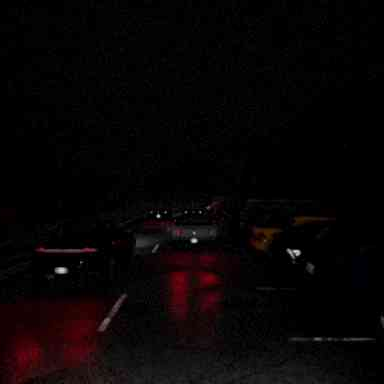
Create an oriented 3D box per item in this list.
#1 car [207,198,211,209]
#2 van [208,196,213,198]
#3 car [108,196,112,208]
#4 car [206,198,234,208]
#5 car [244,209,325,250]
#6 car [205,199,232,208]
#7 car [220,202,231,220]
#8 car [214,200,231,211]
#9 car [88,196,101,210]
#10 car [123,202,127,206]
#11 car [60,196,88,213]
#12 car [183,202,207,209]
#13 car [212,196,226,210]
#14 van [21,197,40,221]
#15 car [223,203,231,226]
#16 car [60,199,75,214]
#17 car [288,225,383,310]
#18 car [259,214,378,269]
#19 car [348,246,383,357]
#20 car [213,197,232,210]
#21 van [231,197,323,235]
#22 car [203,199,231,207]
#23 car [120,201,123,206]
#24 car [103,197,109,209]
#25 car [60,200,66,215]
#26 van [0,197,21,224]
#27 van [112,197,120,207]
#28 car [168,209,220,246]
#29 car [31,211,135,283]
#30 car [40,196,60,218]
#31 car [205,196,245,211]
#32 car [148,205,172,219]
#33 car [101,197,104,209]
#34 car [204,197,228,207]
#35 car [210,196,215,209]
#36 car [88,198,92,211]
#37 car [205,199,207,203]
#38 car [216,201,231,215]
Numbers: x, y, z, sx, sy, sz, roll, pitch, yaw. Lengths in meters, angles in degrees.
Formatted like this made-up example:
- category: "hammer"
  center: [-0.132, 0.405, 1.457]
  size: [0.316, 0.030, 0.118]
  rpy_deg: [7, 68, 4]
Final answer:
- category: "car"
  center: [4.646, 1.794, 39.664]
  size: [5.008, 1.535, 2.097]
  rpy_deg: [0, -1, 0]
- category: "van"
  center: [4.523, 1.598, 42.423]
  size: [4.442, 1.987, 1.878]
  rpy_deg: [0, -1, 0]
- category: "car"
  center: [-15.553, 1.818, 52.550]
  size: [4.553, 1.767, 2.185]
  rpy_deg: [0, -1, 0]
- category: "car"
  center: [4.609, 1.846, 56.212]
  size: [4.553, 1.767, 2.185]
  rpy_deg: [0, 0, 0]
- category: "car"
  center: [4.825, 1.549, 12.093]
  size: [5.366, 1.575, 1.946]
  rpy_deg: [0, 0, 0]
- category: "car"
  center: [4.638, 2.036, 58.968]
  size: [4.674, 1.452, 2.002]
  rpy_deg: [0, 0, 0]
- category: "car"
  center: [4.634, 1.637, 23.122]
  size: [4.892, 1.521, 2.231]
  rpy_deg: [0, 0, 0]
- category: "car"
  center: [4.634, 1.686, 28.636]
  size: [4.892, 1.521, 2.231]
  rpy_deg: [0, -1, 0]
- category: "car"
  center: [-15.558, 1.595, 44.216]
  size: [5.566, 2.045, 2.435]
  rpy_deg: [0, -1, 0]
- category: "car"
  center: [-15.482, 2.086, 66.328]
  size: [4.792, 1.488, 2.163]
  rpy_deg: [0, 0, 0]
- category: "car"
  center: [-15.505, 1.531, 38.532]
  size: [5.566, 2.045, 2.435]
  rpy_deg: [0, -1, 0]
- category: "car"
  center: [0.098, 1.829, 31.189]
  size: [1.895, 1.301, 4.718]
  rpy_deg: [0, -1, 0]
- category: "car"
  center: [4.671, 1.612, 34.151]
  size: [4.553, 1.767, 2.185]
  rpy_deg: [0, -1, 0]
- category: "van"
  center: [-15.426, 1.441, 27.539]
  size: [4.442, 1.987, 1.878]
  rpy_deg: [0, -1, 0]
- category: "car"
  center: [4.633, 1.614, 20.366]
  size: [4.892, 1.521, 2.231]
  rpy_deg: [0, 0, 0]
- category: "car"
  center: [-15.533, 1.792, 35.810]
  size: [4.674, 1.452, 2.002]
  rpy_deg: [0, -1, 0]
- category: "car"
  center: [4.669, 1.547, 6.579]
  size: [4.792, 1.488, 2.163]
  rpy_deg: [0, 0, 0]
- category: "car"
  center: [4.633, 1.535, 9.338]
  size: [4.892, 1.521, 2.231]
  rpy_deg: [0, 0, 0]
- category: "car"
  center: [4.642, 1.541, 3.823]
  size: [4.674, 1.452, 2.002]
  rpy_deg: [0, 0, 0]
- category: "car"
  center: [4.609, 1.584, 31.394]
  size: [4.553, 1.767, 2.185]
  rpy_deg: [0, -1, 0]
- category: "van"
  center: [4.522, 1.365, 17.486]
  size: [4.442, 1.987, 1.878]
  rpy_deg: [0, 0, 0]
- category: "car"
  center: [4.646, 2.019, 61.724]
  size: [5.008, 1.535, 2.097]
  rpy_deg: [0, 0, 0]
- category: "car"
  center: [-15.547, 1.898, 60.894]
  size: [4.553, 1.767, 2.185]
  rpy_deg: [0, 0, 0]
- category: "car"
  center: [-15.519, 1.909, 49.645]
  size: [5.008, 1.535, 2.097]
  rpy_deg: [0, -1, 0]
- category: "car"
  center: [-15.535, 1.763, 33.096]
  size: [4.674, 1.452, 2.002]
  rpy_deg: [0, -1, 0]
- category: "van"
  center: [-15.662, 1.416, 24.763]
  size: [4.442, 1.987, 1.878]
  rpy_deg: [0, -1, 0]
- category: "van"
  center: [-15.401, 1.776, 57.987]
  size: [4.442, 1.987, 1.878]
  rpy_deg: [0, -1, 0]
- category: "car"
  center: [0.097, 1.699, 15.728]
  size: [1.895, 1.301, 4.718]
  rpy_deg: [0, 0, 0]
- category: "car"
  center: [-2.913, 1.551, 9.851]
  size: [2.128, 1.511, 4.902]
  rpy_deg: [0, 0, 0]
- category: "car"
  center: [-15.568, 1.444, 30.320]
  size: [5.566, 2.045, 2.435]
  rpy_deg: [0, -1, 0]
- category: "car"
  center: [4.669, 1.633, 47.938]
  size: [5.566, 2.045, 2.435]
  rpy_deg: [0, -1, 0]
- category: "car"
  center: [-2.902, 1.830, 31.190]
  size: [1.895, 1.301, 4.718]
  rpy_deg: [0, -1, 0]
- category: "car"
  center: [-15.533, 1.880, 46.991]
  size: [4.892, 1.521, 2.231]
  rpy_deg: [0, -1, 0]
- category: "car"
  center: [4.610, 1.913, 64.488]
  size: [4.553, 1.767, 2.185]
  rpy_deg: [0, 0, 0]
- category: "car"
  center: [4.671, 1.639, 36.908]
  size: [4.553, 1.767, 2.185]
  rpy_deg: [0, -1, 0]
- category: "car"
  center: [-15.716, 1.811, 41.433]
  size: [5.366, 1.575, 1.946]
  rpy_deg: [0, -1, 0]
- category: "car"
  center: [4.455, 1.851, 45.178]
  size: [5.366, 1.575, 1.946]
  rpy_deg: [0, -1, 0]
- category: "car"
  center: [4.634, 1.660, 25.878]
  size: [4.892, 1.521, 2.231]
  rpy_deg: [0, -1, 0]
